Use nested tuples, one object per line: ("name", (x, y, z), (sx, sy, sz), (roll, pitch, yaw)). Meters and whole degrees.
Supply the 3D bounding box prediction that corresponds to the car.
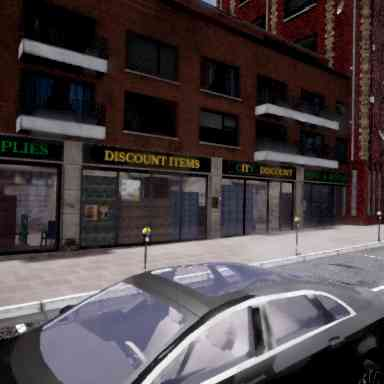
("car", (-0.080, 1.492, 2.893), (4.902, 1.511, 2.128), (0, 0, -36))
